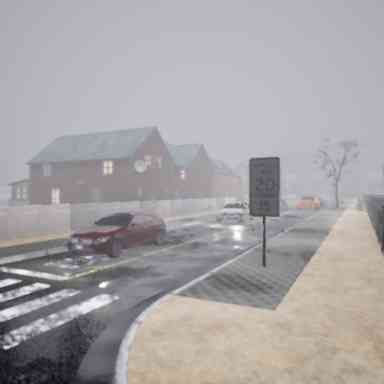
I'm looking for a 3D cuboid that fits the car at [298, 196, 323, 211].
[{"bbox_3d":[14.250,1.265,40.319,2.097,1.767,4.553,0,0,27],"label":"car"}]

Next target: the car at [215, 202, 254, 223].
[{"bbox_3d":[3.340,1.470,24.964,1.812,1.442,4.674,0,0,27],"label":"car"}]

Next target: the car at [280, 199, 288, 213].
[{"bbox_3d":[9.415,1.474,37.070,2.033,1.411,5.357,0,0,27],"label":"car"}]

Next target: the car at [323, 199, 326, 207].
[{"bbox_3d":[18.638,1.515,49.231,1.895,1.301,4.718,0,0,27],"label":"car"}]

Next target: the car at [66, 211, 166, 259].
[{"bbox_3d":[-2.659,1.498,12.844,1.812,1.442,4.674,0,0,25],"label":"car"}]
